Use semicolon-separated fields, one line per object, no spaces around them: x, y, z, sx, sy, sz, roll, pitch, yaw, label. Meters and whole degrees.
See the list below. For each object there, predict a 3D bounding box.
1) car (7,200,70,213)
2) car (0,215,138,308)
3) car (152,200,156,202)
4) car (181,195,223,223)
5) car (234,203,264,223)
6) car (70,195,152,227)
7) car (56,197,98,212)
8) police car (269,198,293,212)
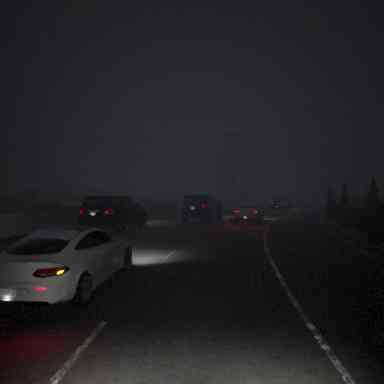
-10.842;1.444;23.679;1.882;1.535;5.008;0;0;15;car
-2.834;1.517;7.843;1.812;1.442;4.674;0;0;6;car
-6.753;1.542;44.949;2.033;1.411;5.357;0;0;26;car
0.871;1.226;25.941;2.150;2.045;5.566;0;0;17;car
4.405;1.542;25.420;1.812;1.442;4.674;0;0;17;car
-4.481;1.209;19.592;2.150;2.045;5.566;0;0;12;car
-13.280;1.438;38.783;1.882;1.535;5.008;0;0;22;car
10.926;1.542;40.465;2.038;1.542;4.974;0;0;28;police car
